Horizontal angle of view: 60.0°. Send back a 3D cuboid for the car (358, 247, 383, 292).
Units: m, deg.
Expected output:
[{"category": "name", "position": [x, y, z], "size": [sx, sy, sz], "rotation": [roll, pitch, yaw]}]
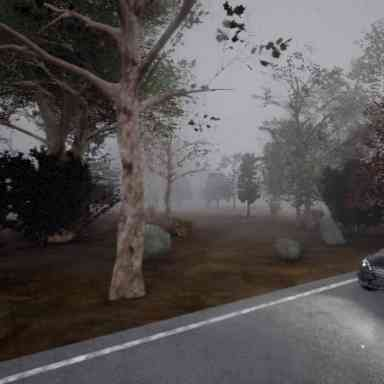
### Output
[{"category": "car", "position": [5.821, 1.539, 7.844], "size": [4.674, 1.442, 1.812], "rotation": [0, 0, -36]}]
